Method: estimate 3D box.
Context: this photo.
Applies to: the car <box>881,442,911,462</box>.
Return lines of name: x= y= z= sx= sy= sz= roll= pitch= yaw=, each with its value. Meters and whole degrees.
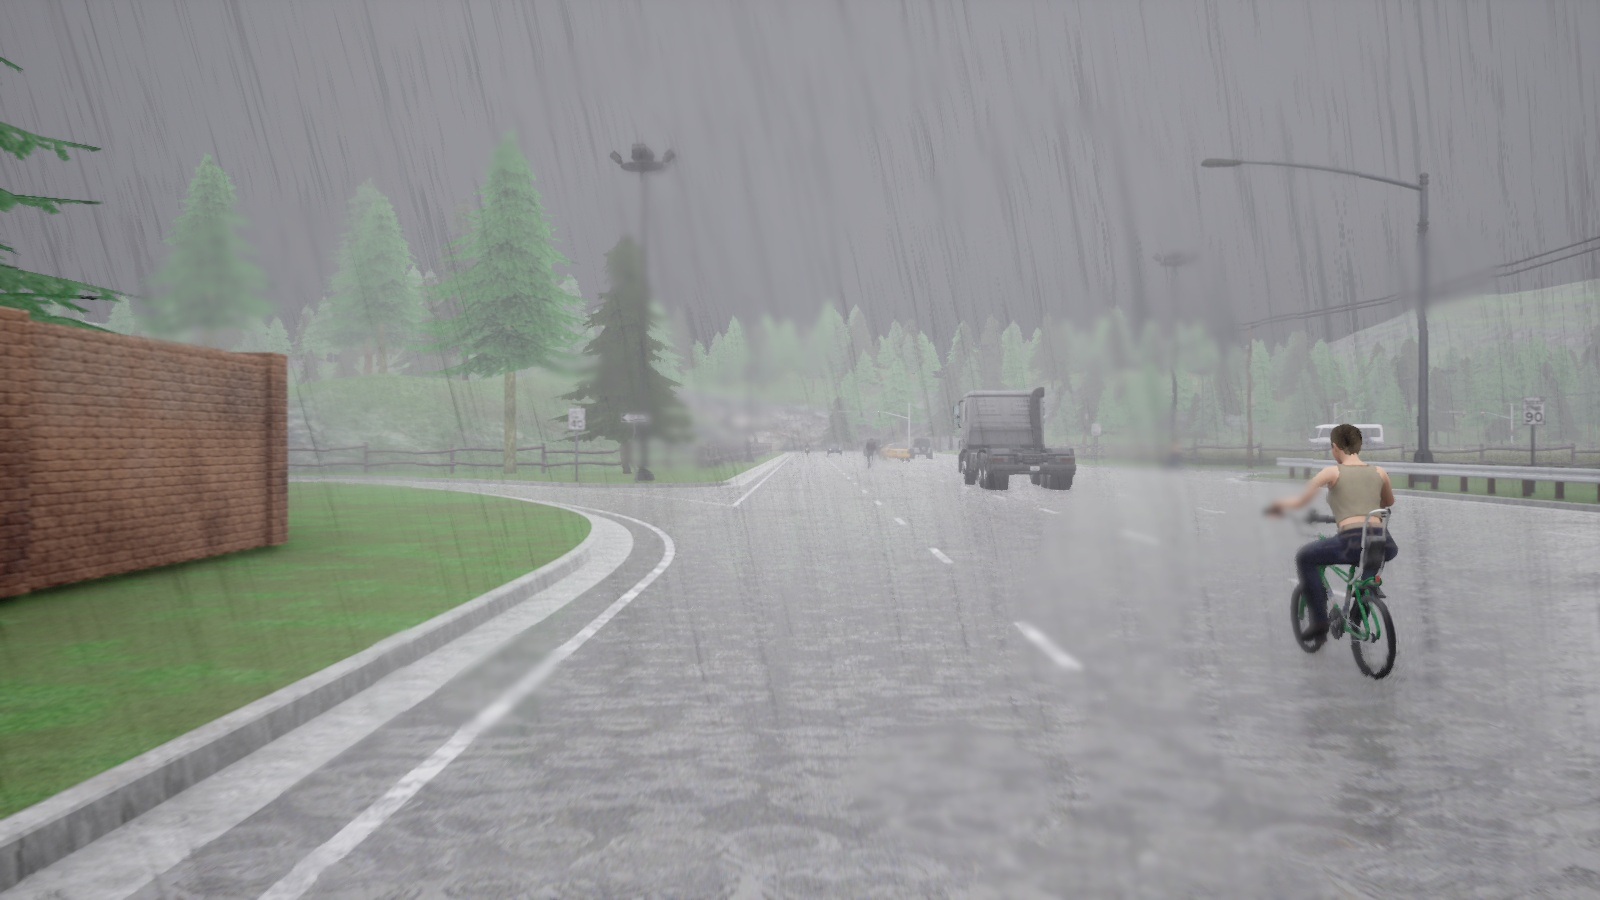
car: x=7.528 y=0.135 z=98.765 sx=1.801 sy=1.575 sz=5.366 roll=0 pitch=0 yaw=-2

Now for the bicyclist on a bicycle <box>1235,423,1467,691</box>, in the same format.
bicyclist on a bicycle: x=3.567 y=0.639 z=8.296 sx=0.866 sy=1.612 sz=1.509 roll=0 pitch=0 yaw=0

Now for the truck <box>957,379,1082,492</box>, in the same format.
truck: x=7.258 y=-0.470 z=42.675 sx=2.891 sy=3.462 sz=7.936 roll=0 pitch=0 yaw=0
